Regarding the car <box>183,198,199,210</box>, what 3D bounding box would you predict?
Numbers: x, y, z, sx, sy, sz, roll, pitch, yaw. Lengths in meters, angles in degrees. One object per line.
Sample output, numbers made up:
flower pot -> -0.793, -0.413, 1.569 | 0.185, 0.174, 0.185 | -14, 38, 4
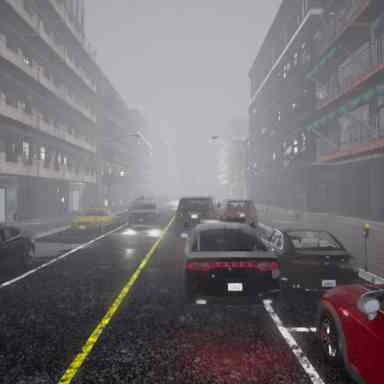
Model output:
car -> -0.089, 1.539, 45.190 | 2.033, 1.411, 5.357 | 0, 0, 0

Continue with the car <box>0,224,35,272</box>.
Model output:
car -> -5.709, 1.566, 8.670 | 1.947, 1.339, 4.313 | 0, 0, 0

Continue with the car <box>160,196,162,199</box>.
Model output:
car -> -5.796, 1.573, 48.126 | 1.802, 1.307, 4.206 | 0, 0, 0

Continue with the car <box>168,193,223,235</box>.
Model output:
car -> 0.393, 1.212, 18.263 | 2.150, 2.045, 5.566 | -1, 1, 6

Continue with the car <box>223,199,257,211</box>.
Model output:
car -> 2.649, 1.314, 19.958 | 2.192, 1.841, 5.009 | 0, 0, 0

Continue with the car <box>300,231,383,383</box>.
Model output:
car -> 2.684, 1.440, 3.049 | 1.967, 1.590, 4.097 | 0, 0, 0

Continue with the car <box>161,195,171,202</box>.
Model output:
car -> -5.857, 1.419, 76.307 | 1.967, 1.590, 4.097 | 0, 0, 0

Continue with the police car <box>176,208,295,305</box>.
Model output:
police car -> 0.744, 1.423, 8.293 | 1.930, 1.638, 5.238 | 0, 0, 0

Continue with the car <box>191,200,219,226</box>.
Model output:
car -> 0.846, 1.453, 24.369 | 1.801, 1.575, 5.366 | 0, 0, 0

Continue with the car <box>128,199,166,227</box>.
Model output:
car -> -3.152, 1.475, 23.162 | 1.882, 1.535, 5.008 | 0, 0, 0

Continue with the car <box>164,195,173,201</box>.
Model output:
car -> -5.869, 1.521, 81.944 | 1.887, 1.381, 4.507 | 0, 0, 0

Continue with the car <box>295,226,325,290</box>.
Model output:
car -> 2.672, 1.551, 8.685 | 2.008, 1.369, 4.403 | 0, 0, 0

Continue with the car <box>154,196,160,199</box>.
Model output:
car -> -5.782, 1.308, 42.490 | 2.192, 1.841, 5.009 | 0, 0, 0

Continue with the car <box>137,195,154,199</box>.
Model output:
car -> -5.770, 1.434, 36.853 | 1.967, 1.590, 4.097 | 0, 0, 0

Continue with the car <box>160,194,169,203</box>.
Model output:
car -> -5.843, 1.297, 70.671 | 2.192, 1.841, 5.009 | 0, 0, 0

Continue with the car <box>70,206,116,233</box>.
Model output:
car -> -5.733, 1.524, 19.773 | 1.752, 1.417, 4.829 | 0, 0, 0

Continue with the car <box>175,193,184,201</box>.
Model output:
car -> -3.190, 1.195, 86.384 | 2.150, 2.045, 5.566 | 0, 0, 0

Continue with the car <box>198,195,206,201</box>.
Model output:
car -> 2.511, 1.521, 81.958 | 1.887, 1.381, 4.507 | 0, 0, 0

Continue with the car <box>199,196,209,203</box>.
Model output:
car -> 2.536, 1.507, 70.856 | 1.752, 1.417, 4.829 | 0, 0, 0
